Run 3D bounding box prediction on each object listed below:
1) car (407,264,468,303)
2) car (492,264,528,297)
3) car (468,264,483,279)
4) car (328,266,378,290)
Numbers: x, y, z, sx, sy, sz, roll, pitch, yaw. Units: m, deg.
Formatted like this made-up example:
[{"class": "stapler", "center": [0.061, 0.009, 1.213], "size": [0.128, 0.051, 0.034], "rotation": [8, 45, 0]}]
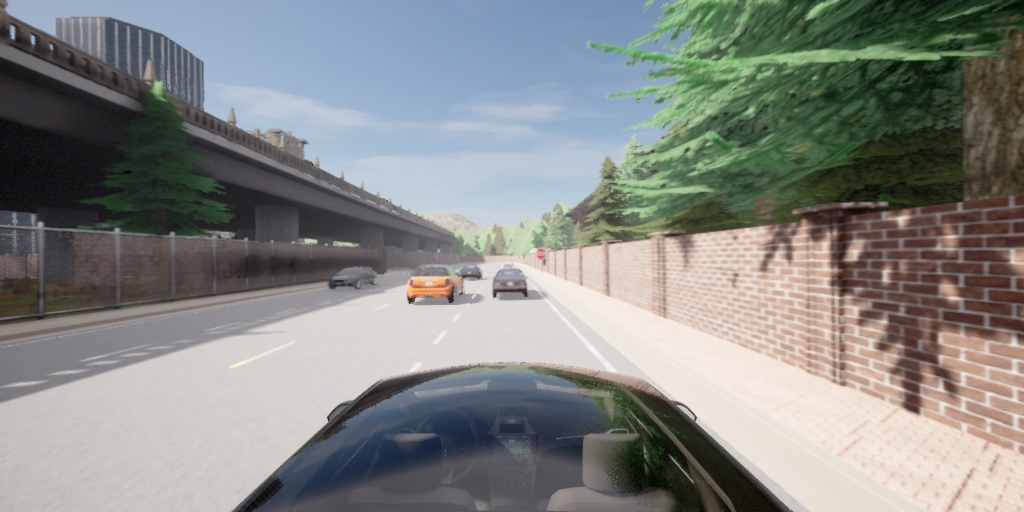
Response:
[{"class": "car", "center": [-3.612, 1.206, 17.647], "size": [2.097, 1.767, 4.553], "rotation": [-1, 0, -1]}, {"class": "car", "center": [-0.108, 1.354, 19.356], "size": [2.033, 1.411, 5.357], "rotation": [-1, 0, -1]}, {"class": "car", "center": [-3.855, 1.472, 34.181], "size": [1.994, 1.385, 4.181], "rotation": [-1, 0, -1]}, {"class": "car", "center": [-10.906, 1.489, 24.919], "size": [1.837, 1.490, 4.892], "rotation": [-1, 0, -1]}]
